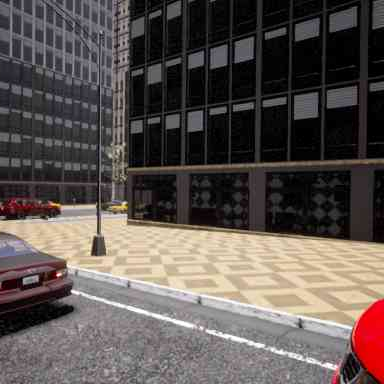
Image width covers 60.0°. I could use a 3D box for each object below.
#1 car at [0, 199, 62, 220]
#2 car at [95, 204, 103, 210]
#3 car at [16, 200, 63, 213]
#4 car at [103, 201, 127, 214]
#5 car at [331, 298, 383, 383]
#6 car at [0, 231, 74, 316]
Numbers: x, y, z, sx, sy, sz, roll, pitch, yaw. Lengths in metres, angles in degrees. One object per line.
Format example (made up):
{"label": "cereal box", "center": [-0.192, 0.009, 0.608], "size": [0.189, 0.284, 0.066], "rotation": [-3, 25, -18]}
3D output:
{"label": "car", "center": [-14.400, 1.519, 29.801], "size": [2.192, 1.841, 5.009], "rotation": [1, 0, 37]}
{"label": "car", "center": [-10.627, 1.835, 44.588], "size": [1.895, 1.301, 4.718], "rotation": [1, 0, 37]}
{"label": "car", "center": [-17.874, 1.642, 39.185], "size": [1.752, 1.417, 4.829], "rotation": [1, 0, 37]}
{"label": "car", "center": [-7.579, 1.830, 38.995], "size": [1.752, 1.417, 4.829], "rotation": [1, 0, 37]}
{"label": "car", "center": [3.474, 1.222, 1.196], "size": [5.566, 2.045, 2.150], "rotation": [0, 0, 36]}
{"label": "car", "center": [-4.797, 1.544, 7.122], "size": [5.357, 1.411, 2.033], "rotation": [0, 0, 35]}
